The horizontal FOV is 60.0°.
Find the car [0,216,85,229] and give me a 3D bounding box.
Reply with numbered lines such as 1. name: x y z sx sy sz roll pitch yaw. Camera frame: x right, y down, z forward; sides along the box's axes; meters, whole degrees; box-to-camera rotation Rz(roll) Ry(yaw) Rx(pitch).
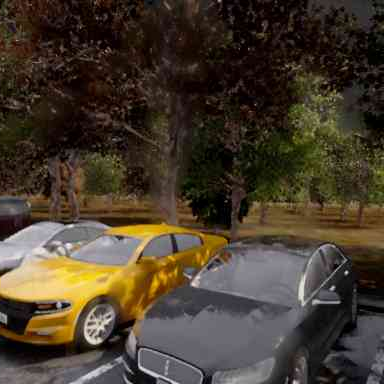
1. car: -3.376 1.446 8.161 2.002 1.452 4.674 1 0 35

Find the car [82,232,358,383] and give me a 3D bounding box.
1. car: 1.165 1.463 4.936 2.231 1.521 4.892 1 0 35

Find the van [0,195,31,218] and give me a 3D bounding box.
1. van: -7.981 1.121 11.291 1.878 1.987 4.442 1 0 35

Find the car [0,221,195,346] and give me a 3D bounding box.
1. car: -1.105 1.434 6.549 2.097 1.535 5.008 1 0 35
